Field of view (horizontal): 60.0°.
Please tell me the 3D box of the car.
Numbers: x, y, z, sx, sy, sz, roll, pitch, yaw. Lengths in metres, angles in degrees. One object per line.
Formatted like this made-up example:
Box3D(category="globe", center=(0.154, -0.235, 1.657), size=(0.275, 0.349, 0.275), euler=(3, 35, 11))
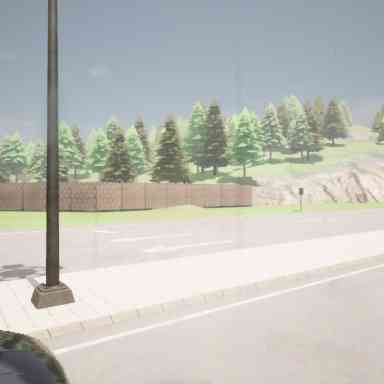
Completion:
Box3D(category="car", center=(-3.100, 1.506, 1.549), size=(4.892, 1.490, 1.837), euler=(-1, 0, -35))
